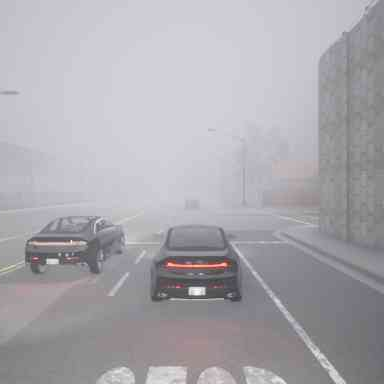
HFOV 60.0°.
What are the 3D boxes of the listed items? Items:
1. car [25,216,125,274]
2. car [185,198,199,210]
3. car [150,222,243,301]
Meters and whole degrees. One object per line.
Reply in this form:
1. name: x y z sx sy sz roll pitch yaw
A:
1. car: -3.421 1.491 10.571 2.128 1.511 4.902 0 0 0
2. car: 0.012 1.491 43.893 2.128 1.511 4.902 0 0 0
3. car: 0.085 1.505 8.300 1.837 1.490 4.892 0 0 0
